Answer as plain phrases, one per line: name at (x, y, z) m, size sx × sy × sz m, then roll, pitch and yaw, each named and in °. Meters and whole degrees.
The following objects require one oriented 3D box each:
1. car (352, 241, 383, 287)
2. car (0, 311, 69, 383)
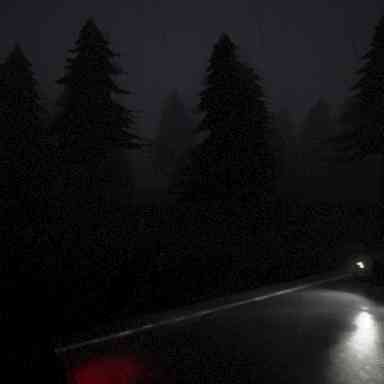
car at (6.258, 1.534, 8.336) m, size 5.357 × 1.411 × 2.033 m, roll 0°, pitch 0°, yaw -35°
car at (-3.407, 1.538, 1.608) m, size 5.357 × 1.411 × 2.033 m, roll 0°, pitch 0°, yaw -35°
